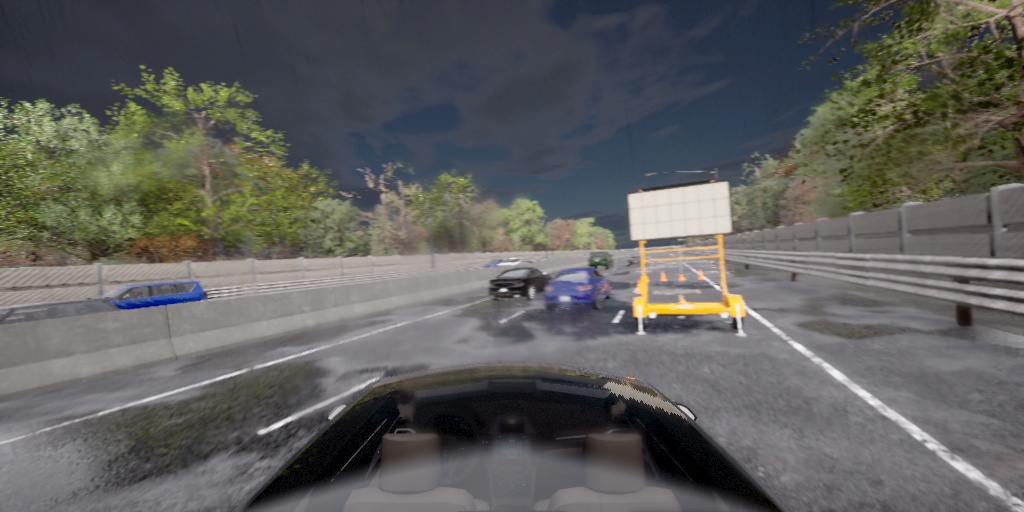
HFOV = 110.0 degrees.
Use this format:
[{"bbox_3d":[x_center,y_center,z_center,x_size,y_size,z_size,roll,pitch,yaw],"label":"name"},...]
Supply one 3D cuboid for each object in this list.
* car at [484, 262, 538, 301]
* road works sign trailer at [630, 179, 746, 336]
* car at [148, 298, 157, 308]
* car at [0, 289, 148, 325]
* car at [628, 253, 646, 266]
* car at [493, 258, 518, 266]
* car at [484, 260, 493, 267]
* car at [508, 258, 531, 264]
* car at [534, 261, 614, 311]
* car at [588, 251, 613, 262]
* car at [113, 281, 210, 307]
[{"bbox_3d":[0.589,1.286,17.934,1.882,1.535,5.008,-4,0,23],"label":"car"},{"bbox_3d":[4.478,-0.061,9.282,2.380,3.560,2.880,0,0,23],"label":"road works sign trailer"},{"bbox_3d":[-16.752,2.631,13.203,1.895,1.301,4.718,-4,0,23],"label":"car"},{"bbox_3d":[-14.178,2.178,10.355,2.097,1.767,4.553,-4,0,23],"label":"car"},{"bbox_3d":[15.465,0.413,44.331,2.128,1.511,4.902,-4,0,23],"label":"car"},{"bbox_3d":[-0.186,1.324,52.571,2.150,2.045,5.566,-4,0,23],"label":"car"},{"bbox_3d":[-2.439,1.516,56.207,2.150,2.045,5.566,-4,0,23],"label":"car"},{"bbox_3d":[1.672,1.416,47.975,1.882,1.535,5.008,-4,0,23],"label":"car"},{"bbox_3d":[2.591,1.163,13.667,1.812,1.442,4.674,-4,0,23],"label":"car"},{"bbox_3d":[10.076,0.502,40.564,2.150,2.045,5.566,-4,0,23],"label":"car"},{"bbox_3d":[-18.606,2.414,17.871,2.150,2.045,5.566,-4,0,23],"label":"car"}]
